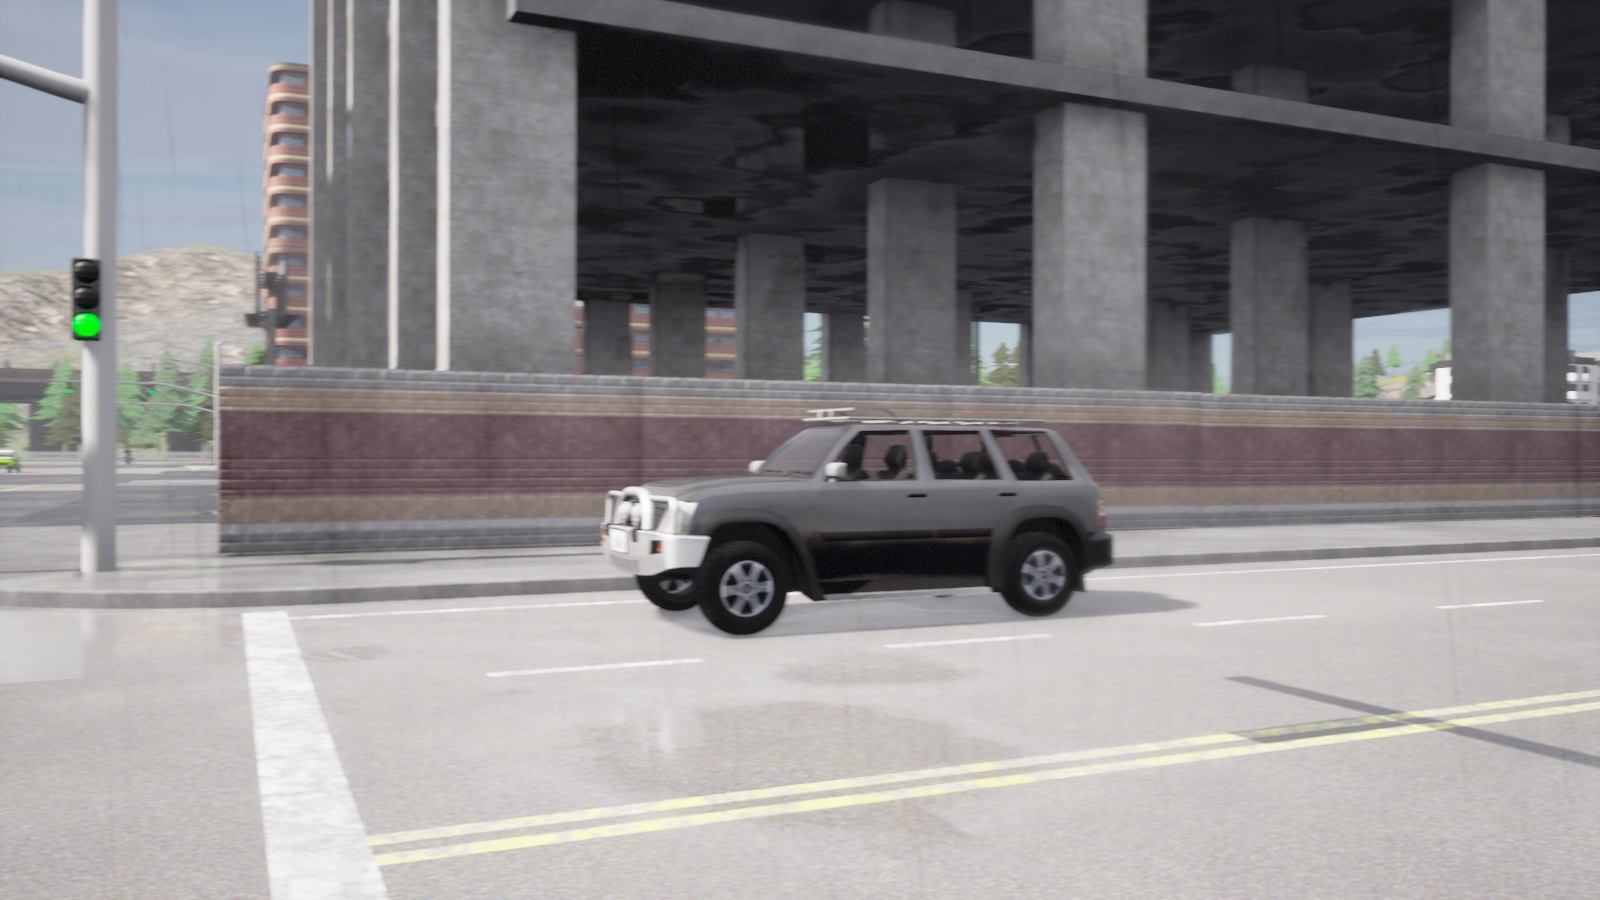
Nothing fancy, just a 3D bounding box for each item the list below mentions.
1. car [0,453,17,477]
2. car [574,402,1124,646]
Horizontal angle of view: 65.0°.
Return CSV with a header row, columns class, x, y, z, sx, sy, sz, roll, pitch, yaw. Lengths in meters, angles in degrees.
class,x,y,z,sx,sy,sz,roll,pitch,yaw
car,-47.454,0.874,74.474,1.481,1.376,2.207,0,0,-24
car,0.466,0.565,11.387,4.605,1.855,1.932,0,0,-25
